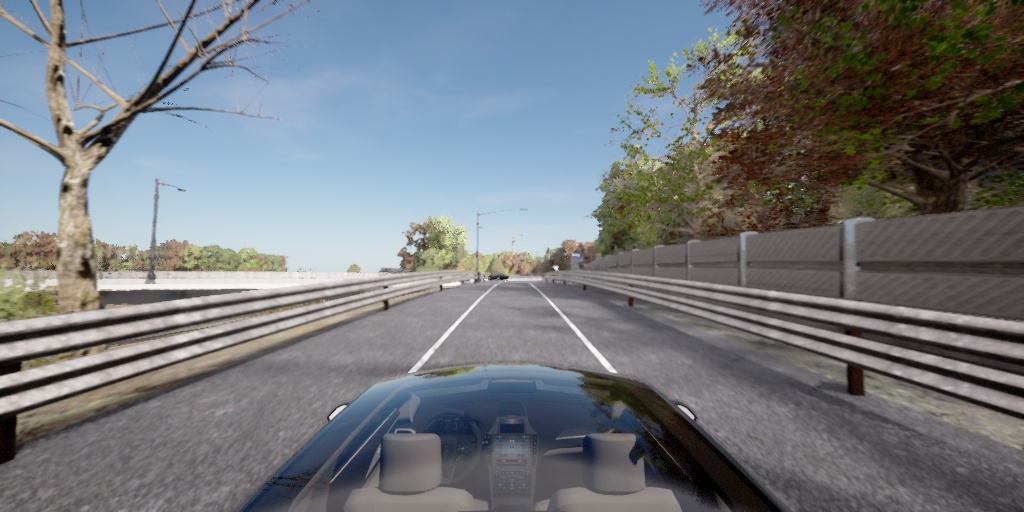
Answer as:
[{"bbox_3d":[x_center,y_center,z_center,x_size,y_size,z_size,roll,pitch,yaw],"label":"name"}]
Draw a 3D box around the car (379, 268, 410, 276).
[{"bbox_3d":[-16.885,2.809,53.146,5.566,2.045,2.150,3,-5,-41],"label":"car"}]
